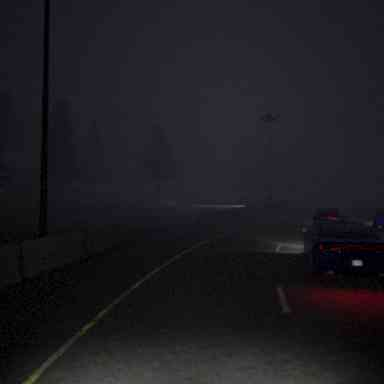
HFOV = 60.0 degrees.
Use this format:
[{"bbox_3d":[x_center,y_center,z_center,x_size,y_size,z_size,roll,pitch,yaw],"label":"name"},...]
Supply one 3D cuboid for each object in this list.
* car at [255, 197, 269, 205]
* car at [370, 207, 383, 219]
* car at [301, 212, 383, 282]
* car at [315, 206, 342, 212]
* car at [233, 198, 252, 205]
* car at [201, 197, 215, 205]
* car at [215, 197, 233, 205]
[{"bbox_3d":[12.789,1.663,59.715,1.837,1.490,4.892,0,1,28],"label":"car"},{"bbox_3d":[13.097,1.700,22.199,1.882,1.535,5.008,0,0,28],"label":"car"},{"bbox_3d":[4.553,1.595,10.353,1.882,1.535,5.008,0,-1,14],"label":"car"},{"bbox_3d":[9.351,1.744,22.588,1.837,1.490,4.892,0,0,28],"label":"car"},{"bbox_3d":[9.658,1.741,61.276,1.994,1.385,4.181,0,1,28],"label":"car"},{"bbox_3d":[3.340,1.744,64.264,1.812,1.442,4.674,0,1,28],"label":"car"},{"bbox_3d":[6.505,1.723,62.779,1.812,1.442,4.674,0,1,28],"label":"car"}]
